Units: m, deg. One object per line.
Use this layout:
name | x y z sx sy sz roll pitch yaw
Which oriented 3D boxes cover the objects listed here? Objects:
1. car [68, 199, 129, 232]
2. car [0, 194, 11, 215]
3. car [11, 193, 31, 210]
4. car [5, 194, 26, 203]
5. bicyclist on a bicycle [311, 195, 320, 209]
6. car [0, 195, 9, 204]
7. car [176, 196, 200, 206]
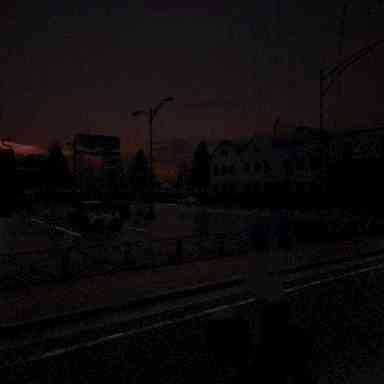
car | -5.261 1.248 17.929 1.970 1.475 3.806 0 0 -36
car | -17.864 1.113 29.885 1.932 1.855 4.605 0 0 -36
car | -19.776 1.092 38.195 1.905 1.878 3.866 0 0 -36
car | -38.912 1.328 73.278 3.866 1.878 1.905 0 0 -36
bicyclist on a bicycle | 13.719 1.124 36.870 1.656 1.620 0.582 0 0 -35
car | -39.139 1.495 66.149 4.611 1.667 2.242 0 0 -36
car | -0.586 1.349 50.252 1.812 1.442 4.674 0 0 -35
